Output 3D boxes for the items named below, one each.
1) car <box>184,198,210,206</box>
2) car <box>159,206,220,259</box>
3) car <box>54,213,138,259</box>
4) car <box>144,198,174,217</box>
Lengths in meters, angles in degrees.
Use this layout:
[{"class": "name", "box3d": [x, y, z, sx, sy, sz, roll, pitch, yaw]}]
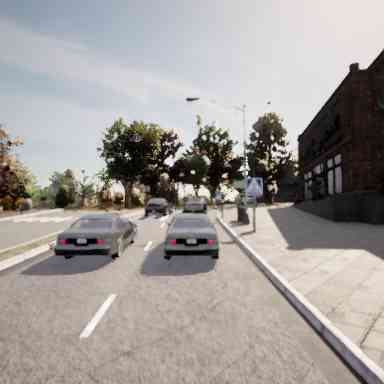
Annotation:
[{"class": "car", "box3d": [0.399, 1.236, 28.066, 2.128, 1.511, 4.902, -1, 1, 6]}, {"class": "car", "box3d": [-0.032, 1.473, 12.267, 2.033, 1.411, 5.357, 0, 0, -1]}, {"class": "car", "box3d": [-3.283, 1.481, 12.343, 2.033, 1.411, 5.357, 0, 0, 0]}, {"class": "car", "box3d": [-2.782, 1.283, 28.763, 1.837, 1.490, 4.892, -1, 0, 6]}]
